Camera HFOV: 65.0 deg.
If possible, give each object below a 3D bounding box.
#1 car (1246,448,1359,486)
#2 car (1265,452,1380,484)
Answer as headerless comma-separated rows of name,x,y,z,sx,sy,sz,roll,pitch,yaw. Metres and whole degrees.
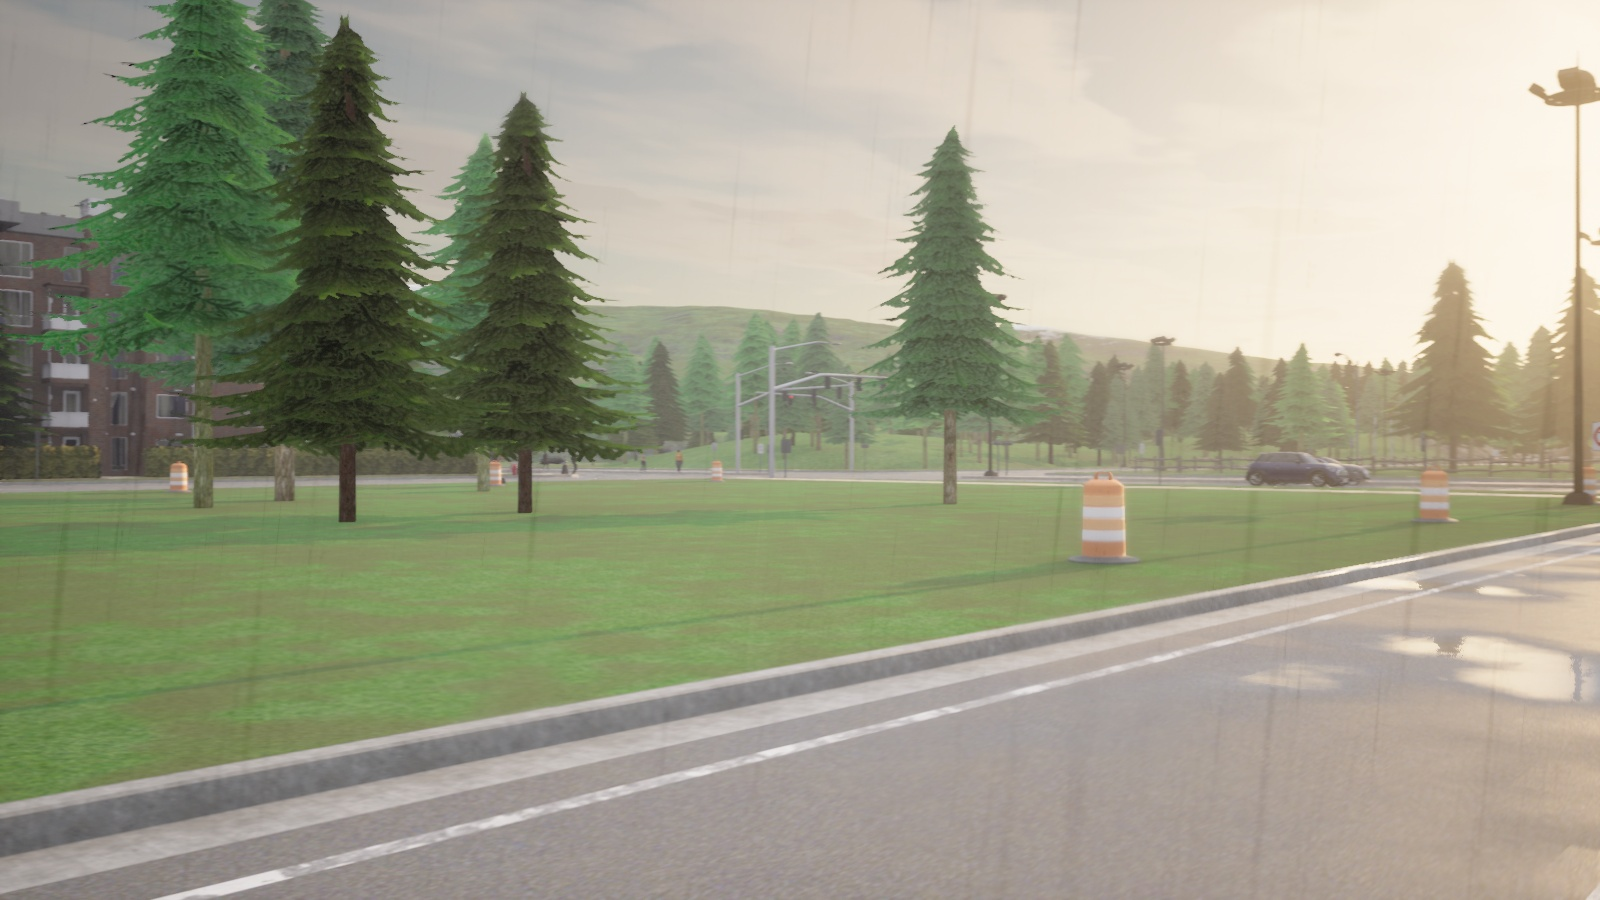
car,24.134,0.788,60.393,4.553,1.767,2.097,0,0,44
car,26.246,0.891,63.220,4.902,1.511,2.128,0,0,44
